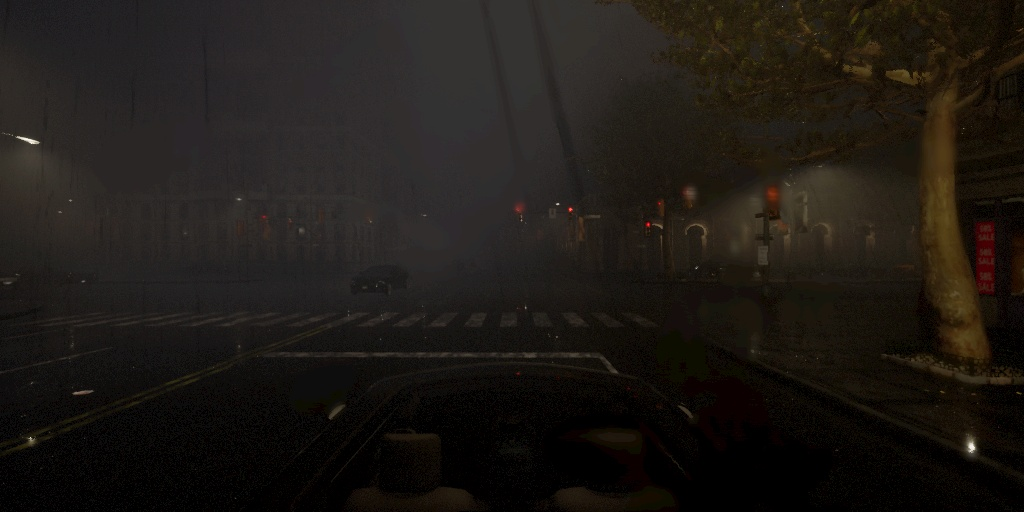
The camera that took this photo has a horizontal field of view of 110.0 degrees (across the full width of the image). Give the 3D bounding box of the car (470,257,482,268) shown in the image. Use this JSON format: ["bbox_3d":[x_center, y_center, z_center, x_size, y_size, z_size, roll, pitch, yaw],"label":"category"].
[{"bbox_3d":[-6.884,1.241,60.587,2.128,1.511,4.902,0,0,0],"label":"car"}]

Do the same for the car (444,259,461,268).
[{"bbox_3d":[-10.367,1.297,62.790,2.033,1.411,5.357,0,0,1],"label":"car"}]

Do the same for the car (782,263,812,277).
[{"bbox_3d":[29.398,1.351,34.662,4.718,1.301,1.895,0,0,1],"label":"car"}]

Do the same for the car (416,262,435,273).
[{"bbox_3d":[-11.159,1.351,43.568,1.895,1.301,4.718,0,0,13],"label":"car"}]

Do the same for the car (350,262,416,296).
[{"bbox_3d":[-7.035,1.227,19.619,1.882,1.535,5.008,0,0,0],"label":"car"}]

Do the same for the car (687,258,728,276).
[{"bbox_3d":[19.458,1.102,34.754,4.553,1.767,2.097,0,0,0],"label":"car"}]

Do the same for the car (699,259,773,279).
[{"bbox_3d":[19.437,1.255,31.252,4.892,1.490,1.837,0,0,1],"label":"car"}]

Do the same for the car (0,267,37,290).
[{"bbox_3d":[-30.498,1.242,20.012,4.902,1.511,2.128,0,0,1],"label":"car"}]

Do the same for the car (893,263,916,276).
[{"bbox_3d":[39.861,1.228,34.556,5.008,1.535,1.882,0,0,1],"label":"car"}]

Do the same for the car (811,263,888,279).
[{"bbox_3d":[29.384,1.351,31.162,4.718,1.301,1.895,0,0,1],"label":"car"}]

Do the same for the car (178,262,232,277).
[{"bbox_3d":[-30.063,1.314,35.206,4.181,1.385,1.994,0,0,0],"label":"car"}]

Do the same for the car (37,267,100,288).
[{"bbox_3d":[-30.276,1.351,23.508,4.718,1.301,1.895,0,0,1],"label":"car"}]

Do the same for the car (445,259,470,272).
[{"bbox_3d":[-6.960,1.297,45.078,2.033,1.411,5.357,0,0,0],"label":"car"}]
